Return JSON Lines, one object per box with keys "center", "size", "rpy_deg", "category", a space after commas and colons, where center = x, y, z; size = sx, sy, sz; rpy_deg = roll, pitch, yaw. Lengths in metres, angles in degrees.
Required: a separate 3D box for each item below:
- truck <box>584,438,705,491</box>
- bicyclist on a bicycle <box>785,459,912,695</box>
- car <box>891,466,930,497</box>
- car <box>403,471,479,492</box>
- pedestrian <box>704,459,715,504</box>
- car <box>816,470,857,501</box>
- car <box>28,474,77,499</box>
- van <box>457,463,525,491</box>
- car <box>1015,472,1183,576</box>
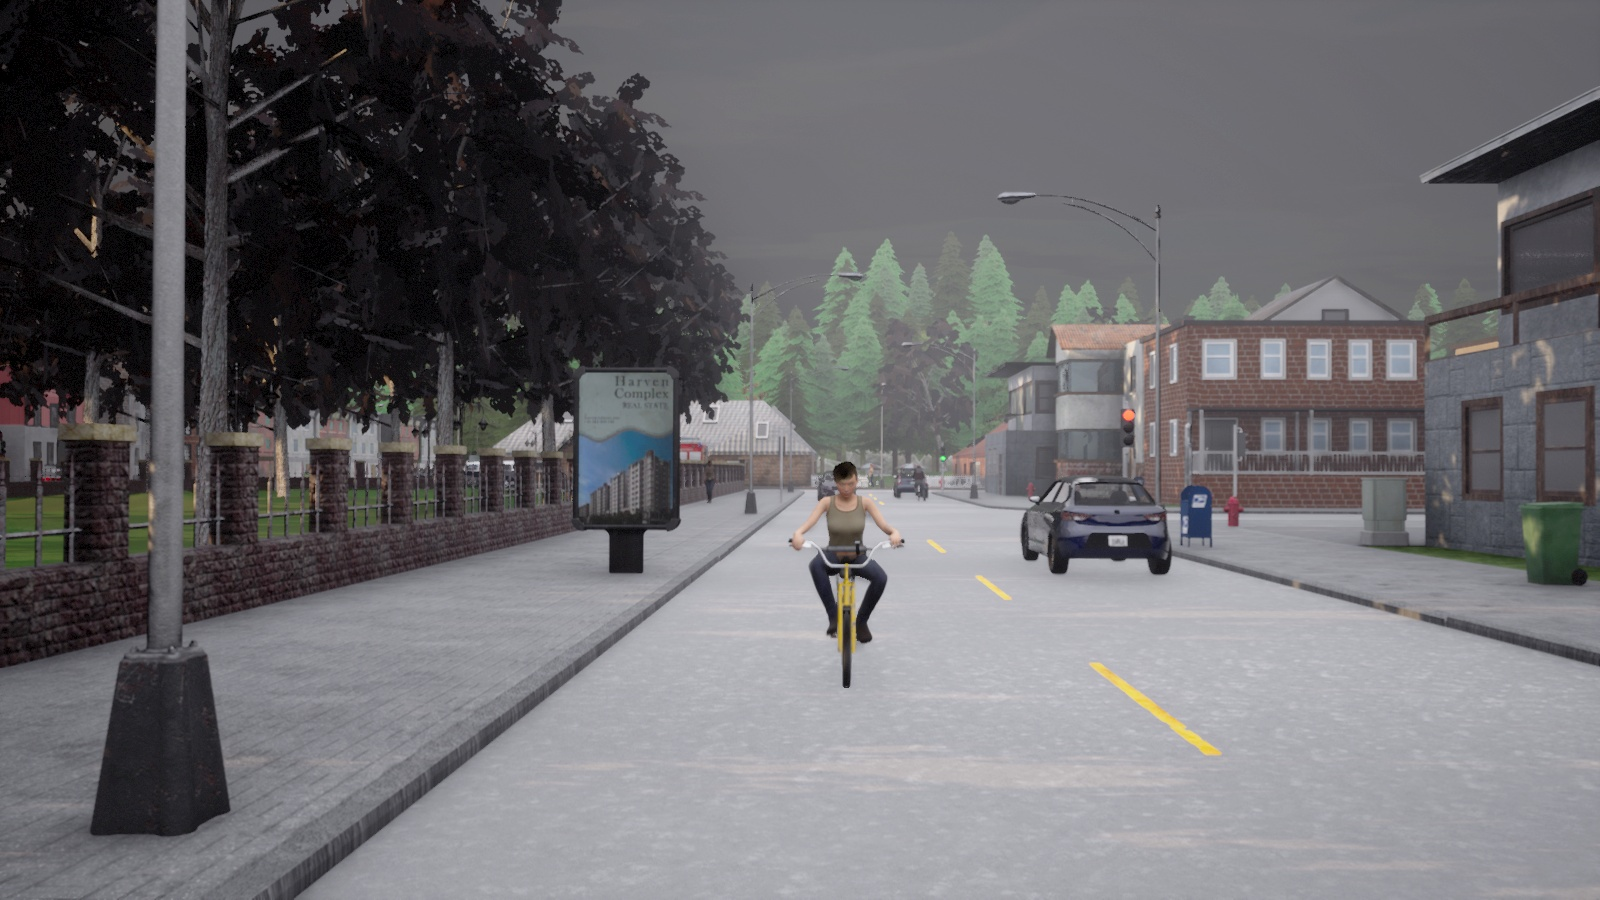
{"center": [-11.434, 1.052, 92.855], "size": [8.468, 3.827, 2.891], "rpy_deg": [0, -1, 2], "category": "truck"}
{"center": [0.350, 0.883, 9.364], "size": [0.866, 1.612, 1.509], "rpy_deg": [0, -1, 1], "category": "bicyclist on a bicycle"}
{"center": [6.036, 1.691, 68.758], "size": [1.851, 1.617, 3.988], "rpy_deg": [0, -1, 1], "category": "car"}
{"center": [-25.570, 2.232, 89.540], "size": [4.892, 1.490, 1.837], "rpy_deg": [0, -1, 0], "category": "car"}
{"center": [-3.741, 1.296, 51.907], "size": [0.328, 1.805, 0.869], "rpy_deg": [0, -1, 2], "category": "pedestrian"}
{"center": [1.751, 1.717, 61.438], "size": [1.816, 1.474, 4.193], "rpy_deg": [0, -1, -1], "category": "car"}
{"center": [-43.192, 2.107, 72.622], "size": [1.481, 1.376, 2.207], "rpy_deg": [0, -1, 2], "category": "car"}
{"center": [-22.912, 1.992, 93.166], "size": [4.480, 2.038, 2.069], "rpy_deg": [0, -1, 2], "category": "van"}
{"center": [4.656, 1.101, 20.173], "size": [1.816, 1.474, 4.193], "rpy_deg": [0, -1, 2], "category": "car"}
